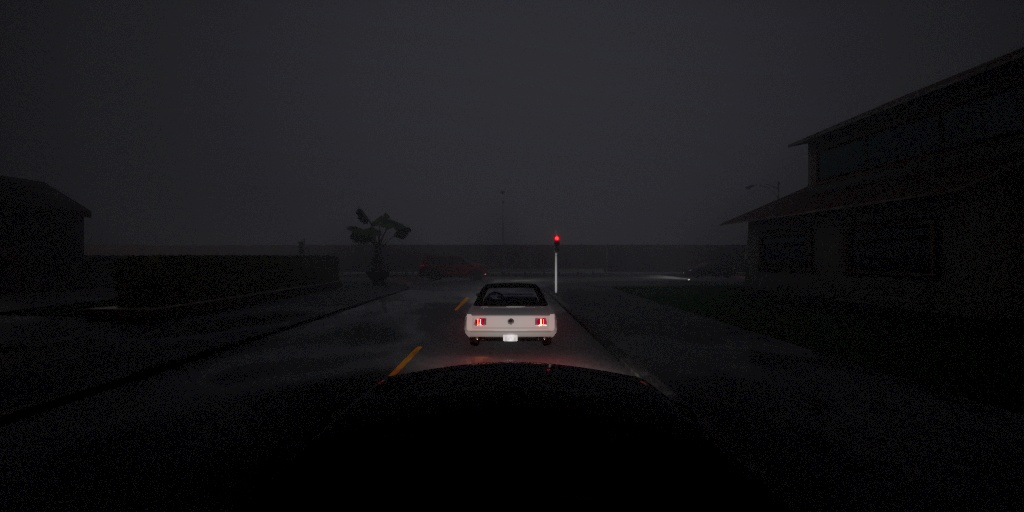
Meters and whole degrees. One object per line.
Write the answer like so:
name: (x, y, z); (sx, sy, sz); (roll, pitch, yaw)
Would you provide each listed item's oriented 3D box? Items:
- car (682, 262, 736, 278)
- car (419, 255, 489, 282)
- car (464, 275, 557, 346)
car: (18.248, 1.276, 33.291); (4.674, 1.442, 1.812); (0, 0, -1)
car: (-4.622, 0.973, 28.877); (5.566, 2.045, 2.150); (0, 0, -1)
car: (-0.026, 1.351, 9.400); (1.895, 1.301, 4.718); (0, 0, 0)
